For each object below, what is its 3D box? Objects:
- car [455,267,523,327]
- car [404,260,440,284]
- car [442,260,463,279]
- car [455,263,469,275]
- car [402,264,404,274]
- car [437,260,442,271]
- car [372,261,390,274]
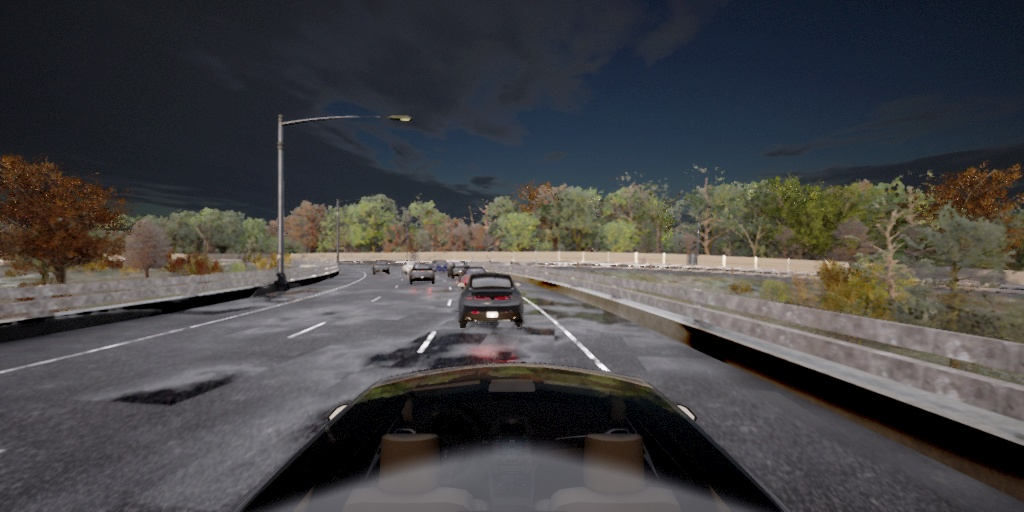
[{"bbox_3d":[-0.740,1.289,11.811,1.837,1.490,4.892,0,0,-5],"label":"car"},{"bbox_3d":[-7.026,1.332,28.080,2.128,1.511,4.902,0,0,-14],"label":"car"},{"bbox_3d":[-5.132,1.350,34.256,2.128,1.511,4.902,0,0,-17],"label":"car"},{"bbox_3d":[-2.429,1.383,23.123,1.994,1.385,4.181,0,0,-11],"label":"car"},{"bbox_3d":[-12.294,1.420,43.740,1.812,1.442,4.674,0,-1,-22],"label":"car"},{"bbox_3d":[-9.332,1.252,45.682,2.097,1.767,4.553,0,0,-22],"label":"car"},{"bbox_3d":[-15.852,1.387,43.237,2.128,1.511,4.902,0,0,-23],"label":"car"}]
